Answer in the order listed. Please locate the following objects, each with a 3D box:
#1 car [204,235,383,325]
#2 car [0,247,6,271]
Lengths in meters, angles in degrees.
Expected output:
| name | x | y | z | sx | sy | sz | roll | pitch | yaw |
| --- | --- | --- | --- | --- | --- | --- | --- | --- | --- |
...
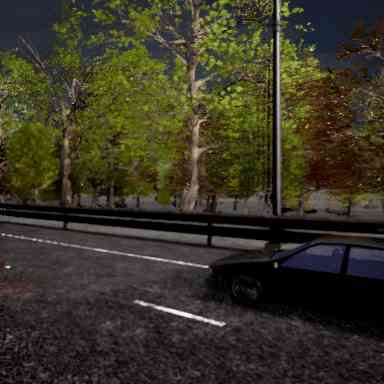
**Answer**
| name | x | y | z | sx | sy | sz | roll | pitch | yaw |
| --- | --- | --- | --- | --- | --- | --- | --- | --- | --- |
| car | 2.880 | 1.550 | 6.238 | 5.357 | 1.411 | 2.033 | 0 | 0 | 35 |
| car | -7.212 | 1.543 | 9.138 | 5.357 | 1.411 | 2.033 | 0 | 0 | 35 |
